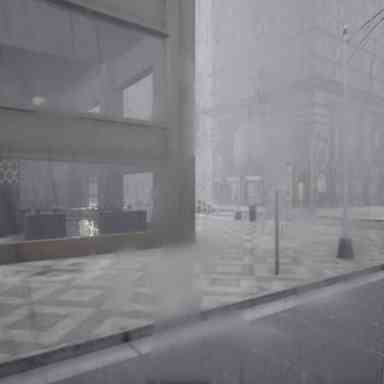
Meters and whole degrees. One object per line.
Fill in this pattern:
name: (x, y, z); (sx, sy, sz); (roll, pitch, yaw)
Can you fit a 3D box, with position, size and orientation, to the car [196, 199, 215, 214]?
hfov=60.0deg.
car: (0.416, 1.517, 35.194); (1.812, 1.442, 4.674); (0, 0, -35)
